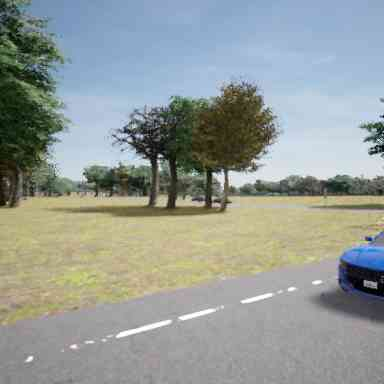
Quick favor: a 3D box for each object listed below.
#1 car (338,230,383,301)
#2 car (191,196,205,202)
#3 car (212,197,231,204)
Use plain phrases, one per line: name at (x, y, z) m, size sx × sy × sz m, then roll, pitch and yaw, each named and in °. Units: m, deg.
car at (5.382, 1.463, 7.710) m, size 5.008 × 1.535 × 1.882 m, roll 0°, pitch 0°, yaw -36°
car at (1.960, 1.516, 74.477) m, size 2.033 × 1.411 × 5.357 m, roll 1°, pitch 0°, yaw -34°
car at (6.014, 1.694, 68.410) m, size 1.994 × 1.385 × 4.181 m, roll 1°, pitch -1°, yaw -33°
